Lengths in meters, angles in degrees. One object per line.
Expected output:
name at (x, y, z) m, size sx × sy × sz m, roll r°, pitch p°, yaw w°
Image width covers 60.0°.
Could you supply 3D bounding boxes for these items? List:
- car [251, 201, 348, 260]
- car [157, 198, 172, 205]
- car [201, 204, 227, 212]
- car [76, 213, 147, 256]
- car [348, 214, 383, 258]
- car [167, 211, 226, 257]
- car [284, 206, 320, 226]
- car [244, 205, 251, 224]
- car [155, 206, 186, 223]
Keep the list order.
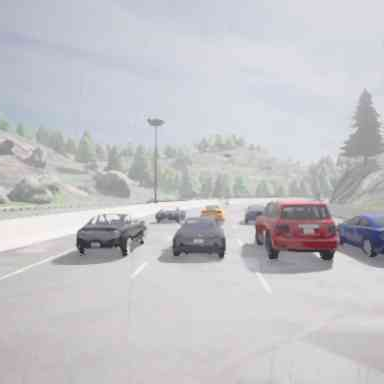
car at (3.831, 1.342, 13.095) m, size 2.150 × 2.045 × 5.566 m, roll 0°, pitch 0°, yaw 4°
car at (-6.399, 2.248, 78.689) m, size 1.812 × 1.442 × 4.674 m, roll 0°, pitch -1°, yaw 21°
car at (1.843, 1.740, 28.032) m, size 1.882 × 1.535 × 5.008 m, roll 0°, pitch 0°, yaw 8°
car at (-3.132, 1.619, 13.789) m, size 2.128 × 1.511 × 4.902 m, roll 0°, pitch 0°, yaw 4°
car at (7.367, 1.608, 13.356) m, size 1.882 × 1.535 × 5.008 m, roll 0°, pitch 0°, yaw 4°
car at (0.363, 1.692, 13.578) m, size 1.994 × 1.385 × 4.181 m, roll 0°, pitch 0°, yaw 4°
car at (8.716, 1.856, 26.707) m, size 1.895 × 1.301 × 4.718 m, roll 0°, pitch 0°, yaw 8°
car at (5.292, 1.785, 27.443) m, size 1.812 × 1.442 × 4.674 m, roll 0°, pitch 0°, yaw 8°
car at (-1.687, 1.862, 28.137) m, size 1.895 × 1.301 × 4.718 m, roll 0°, pitch 0°, yaw 8°
